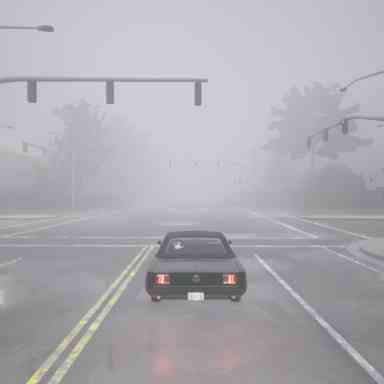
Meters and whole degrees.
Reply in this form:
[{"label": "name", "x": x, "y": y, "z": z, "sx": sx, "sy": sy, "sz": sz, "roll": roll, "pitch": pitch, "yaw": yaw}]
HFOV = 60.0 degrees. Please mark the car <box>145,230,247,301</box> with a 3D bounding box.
[{"label": "car", "x": 0.066, "y": 1.601, "z": 8.242, "sx": 1.895, "sy": 1.301, "sz": 4.718, "roll": 0, "pitch": 0, "yaw": 0}]
